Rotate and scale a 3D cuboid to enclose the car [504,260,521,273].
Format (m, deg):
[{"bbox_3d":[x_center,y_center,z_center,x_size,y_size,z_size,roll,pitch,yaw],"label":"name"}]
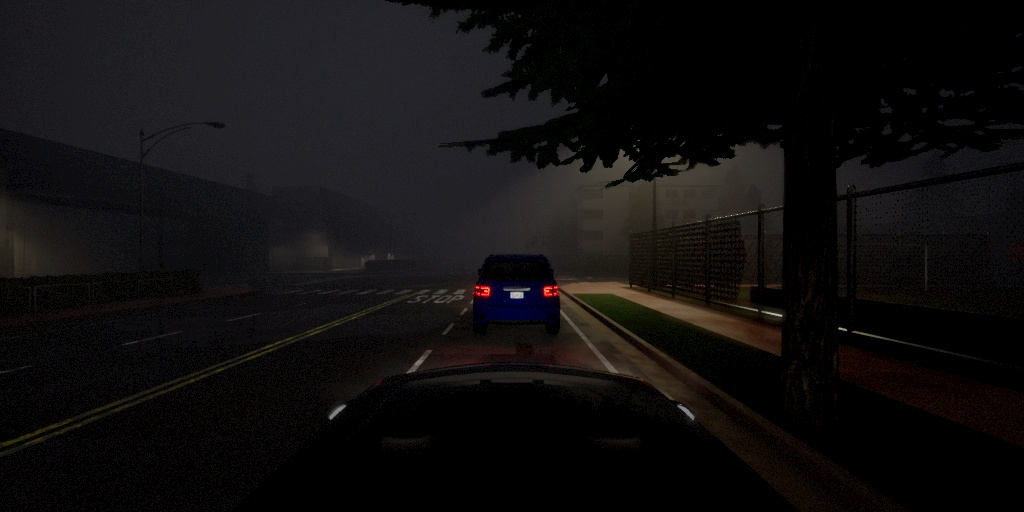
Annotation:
[{"bbox_3d":[0.025,1.242,45.602,2.128,1.511,4.902,0,0,0],"label":"car"}]

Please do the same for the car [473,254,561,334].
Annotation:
[{"bbox_3d":[0.115,0.972,10.727,2.150,2.045,5.566,0,0,0],"label":"car"}]
